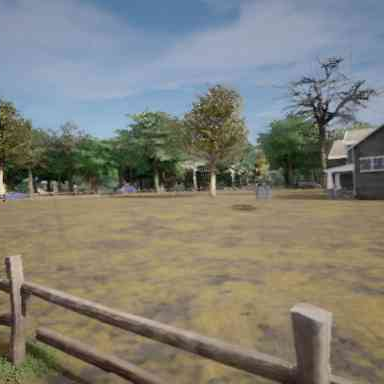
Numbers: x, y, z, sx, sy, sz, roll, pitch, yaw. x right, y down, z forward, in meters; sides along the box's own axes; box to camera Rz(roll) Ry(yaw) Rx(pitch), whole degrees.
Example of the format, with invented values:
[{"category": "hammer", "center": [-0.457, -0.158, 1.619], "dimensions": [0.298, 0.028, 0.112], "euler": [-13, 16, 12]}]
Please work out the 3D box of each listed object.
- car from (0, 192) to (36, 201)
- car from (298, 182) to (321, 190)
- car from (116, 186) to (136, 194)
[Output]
[{"category": "car", "center": [-26.855, 0.662, 51.107], "dimensions": [2.033, 1.411, 5.357], "euler": [-3, 0, 35]}, {"category": "car", "center": [30.443, -1.661, 86.439], "dimensions": [5.566, 2.045, 2.150], "euler": [-1, -1, 35]}, {"category": "car", "center": [-14.779, -0.527, 74.134], "dimensions": [2.097, 1.767, 4.553], "euler": [-3, 0, 35]}]
